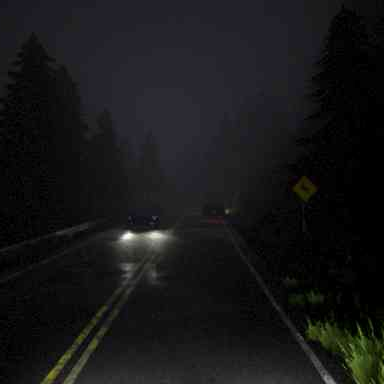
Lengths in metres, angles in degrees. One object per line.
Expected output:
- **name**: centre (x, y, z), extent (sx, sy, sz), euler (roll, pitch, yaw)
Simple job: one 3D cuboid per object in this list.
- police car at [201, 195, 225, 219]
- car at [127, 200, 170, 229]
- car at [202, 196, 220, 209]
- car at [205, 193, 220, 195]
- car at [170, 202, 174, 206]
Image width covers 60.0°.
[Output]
- **police car**: centre (1.801, 1.321, 28.146), extent (1.930, 1.638, 5.238), euler (0, 0, 3)
- **car**: centre (-2.787, 1.399, 21.304), extent (1.882, 1.535, 5.008), euler (0, 0, 2)
- **car**: centre (2.468, 1.367, 44.349), extent (1.837, 1.490, 4.892), euler (1, 0, -3)
- **car**: centre (2.347, 1.086, 38.092), extent (2.150, 2.045, 5.566), euler (0, 0, 3)
- **car**: centre (-5.379, 2.323, 64.525), extent (1.994, 1.385, 4.181), euler (4, -7, -38)
